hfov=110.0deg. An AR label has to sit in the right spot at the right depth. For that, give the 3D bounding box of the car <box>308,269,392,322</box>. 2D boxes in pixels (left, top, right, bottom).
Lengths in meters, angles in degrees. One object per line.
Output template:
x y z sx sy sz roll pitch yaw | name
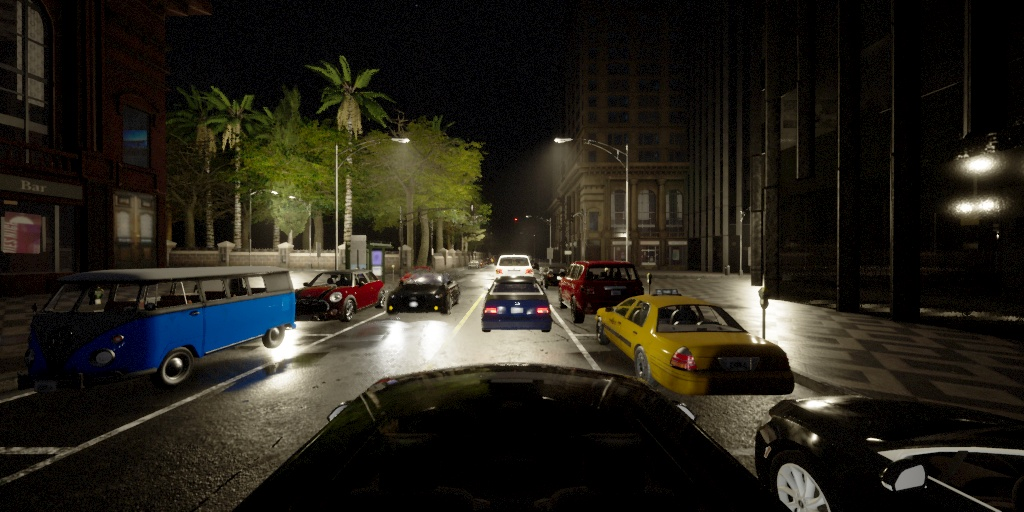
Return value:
-5.758 1.188 11.952 1.967 1.591 4.097 0 0 0 | car

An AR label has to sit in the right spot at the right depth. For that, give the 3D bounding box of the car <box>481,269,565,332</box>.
0.107 1.296 10.753 2.033 1.411 5.357 0 0 0 | car

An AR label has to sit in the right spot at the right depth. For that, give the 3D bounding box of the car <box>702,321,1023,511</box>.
2.762 1.300 1.082 2.007 1.370 4.403 0 0 0 | car

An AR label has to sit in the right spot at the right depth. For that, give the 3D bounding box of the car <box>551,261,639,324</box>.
2.767 1.063 11.932 2.192 1.841 5.009 0 0 0 | car

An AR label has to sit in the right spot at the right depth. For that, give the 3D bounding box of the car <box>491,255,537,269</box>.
0.110 0.968 21.324 2.150 2.045 5.566 0 0 0 | car

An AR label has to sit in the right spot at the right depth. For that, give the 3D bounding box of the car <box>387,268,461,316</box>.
-3.074 1.312 13.190 1.994 1.385 4.181 0 0 0 | car

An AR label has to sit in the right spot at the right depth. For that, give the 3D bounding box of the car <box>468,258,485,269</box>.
-5.736 1.274 54.664 2.007 1.370 4.403 0 0 0 | car

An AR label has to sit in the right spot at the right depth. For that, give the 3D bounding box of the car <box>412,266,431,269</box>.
-5.753 1.327 22.805 1.802 1.307 4.207 0 0 0 | car

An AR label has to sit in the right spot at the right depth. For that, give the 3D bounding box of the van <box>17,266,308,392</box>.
-5.761 1.090 6.526 1.690 1.789 3.998 0 0 0 | van

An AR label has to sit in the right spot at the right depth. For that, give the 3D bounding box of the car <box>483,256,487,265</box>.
-5.733 1.159 60.085 1.967 1.591 4.097 0 0 0 | car

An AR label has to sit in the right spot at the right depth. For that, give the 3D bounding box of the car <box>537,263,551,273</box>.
2.773 1.310 22.783 1.948 1.339 4.313 0 0 0 | car

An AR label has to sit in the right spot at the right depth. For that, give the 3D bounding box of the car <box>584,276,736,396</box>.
2.765 1.275 6.677 1.751 1.417 4.829 0 0 0 | car
